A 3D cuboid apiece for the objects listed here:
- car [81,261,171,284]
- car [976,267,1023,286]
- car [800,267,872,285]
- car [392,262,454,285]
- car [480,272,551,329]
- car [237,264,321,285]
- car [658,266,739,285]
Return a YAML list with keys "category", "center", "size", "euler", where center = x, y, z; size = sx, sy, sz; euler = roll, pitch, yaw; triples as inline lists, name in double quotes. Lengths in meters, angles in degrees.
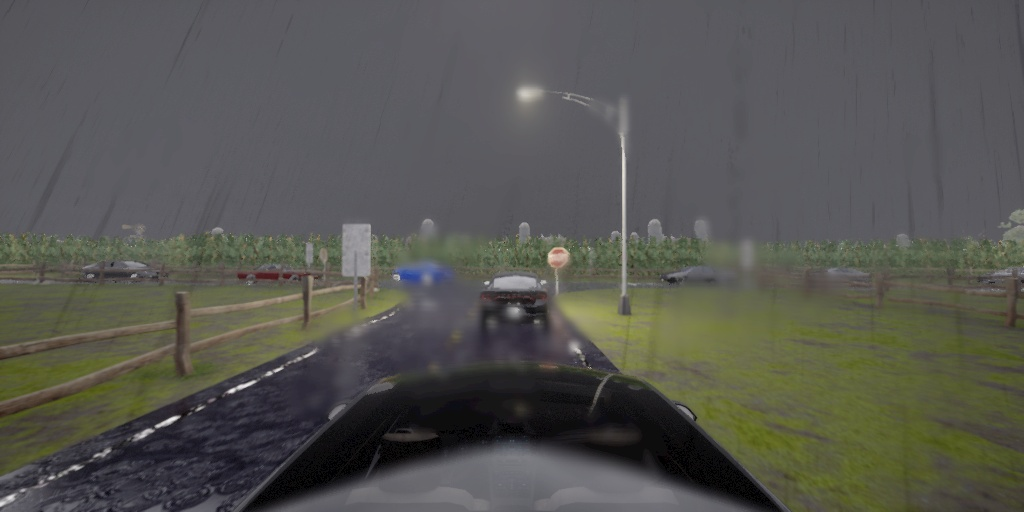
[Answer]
- category: "car"
  center: [-26.060, 1.063, 24.309]
  size: [4.892, 1.490, 1.837]
  euler: [0, -1, 0]
- category: "car"
  center: [38.063, 1.591, 26.904]
  size: [4.902, 1.511, 2.128]
  euler: [0, -1, 1]
- category: "car"
  center: [24.284, 1.547, 26.989]
  size: [4.181, 1.385, 1.994]
  euler: [1, -1, 1]
- category: "car"
  center: [-6.464, 1.195, 25.851]
  size: [5.008, 1.535, 1.882]
  euler: [0, -2, 31]
- category: "car"
  center: [0.132, 1.229, 11.335]
  size: [1.882, 1.535, 5.008]
  euler: [0, 0, 1]
- category: "car"
  center: [-15.615, 1.227, 24.218]
  size: [4.718, 1.301, 1.895]
  euler: [0, -1, 2]
- category: "car"
  center: [14.010, 1.446, 27.048]
  size: [5.357, 1.411, 2.033]
  euler: [0, -1, 0]
